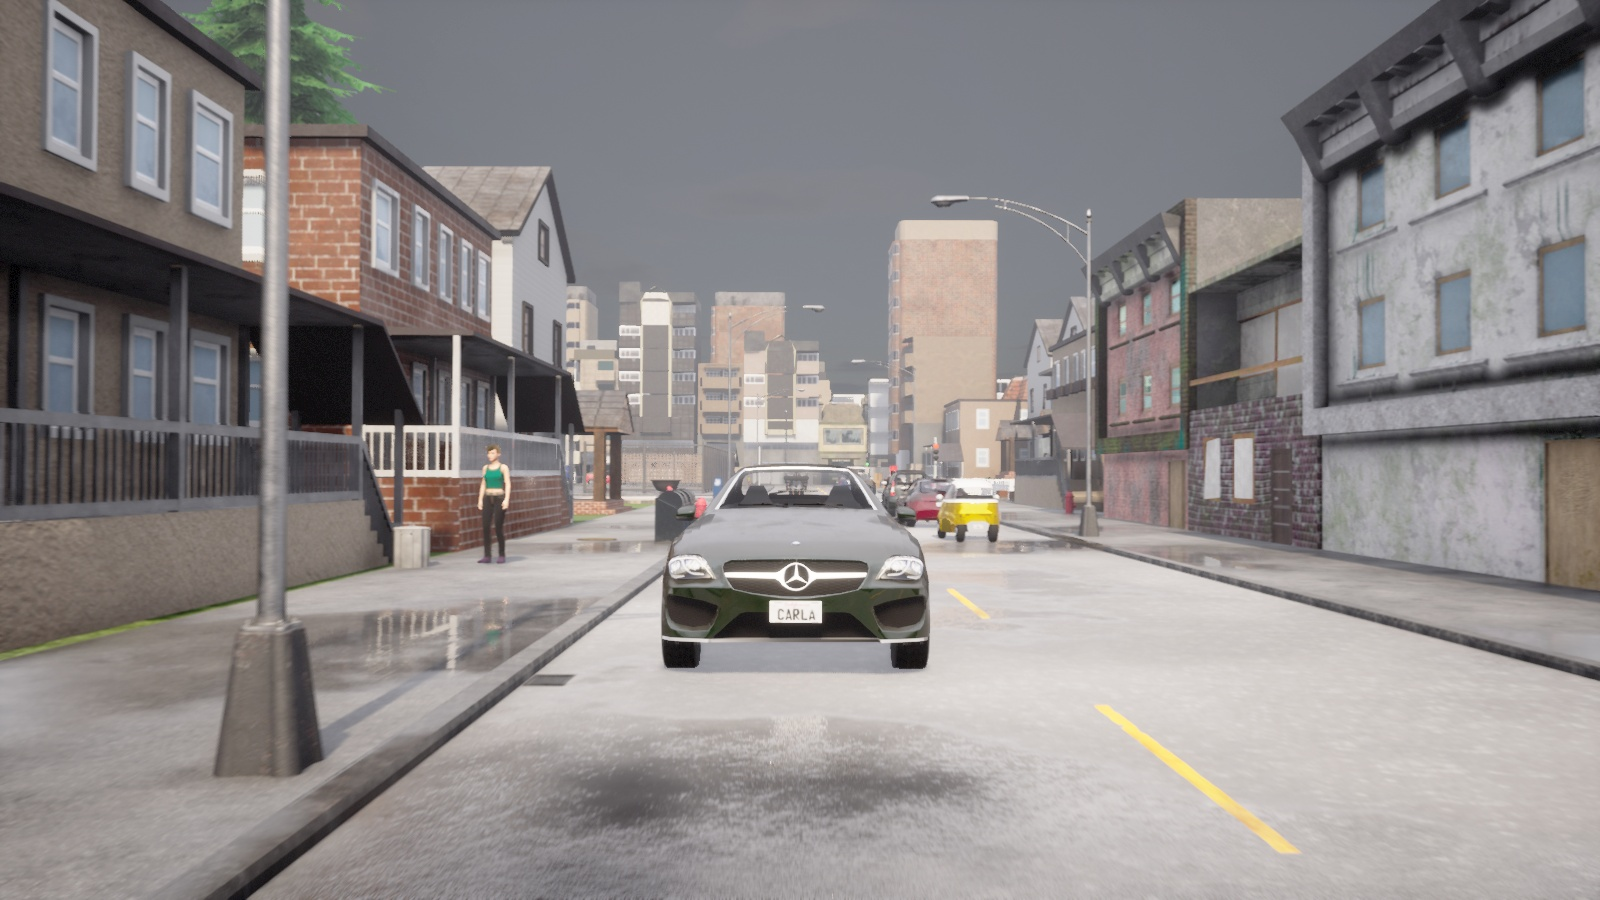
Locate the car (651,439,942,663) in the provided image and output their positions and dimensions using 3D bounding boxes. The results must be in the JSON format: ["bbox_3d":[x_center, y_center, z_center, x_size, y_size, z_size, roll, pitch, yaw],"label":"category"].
[{"bbox_3d":[-0.031,0.791,11.815,2.152,1.651,5.027,0,-1,0],"label":"car"}]

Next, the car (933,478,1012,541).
[{"bbox_3d":[3.926,1.336,28.801,1.481,1.376,2.207,0,-1,0],"label":"car"}]

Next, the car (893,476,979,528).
[{"bbox_3d":[3.911,1.478,36.760,1.994,1.385,4.181,0,-1,-1],"label":"car"}]

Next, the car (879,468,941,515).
[{"bbox_3d":[3.884,1.451,45.036,1.851,1.617,3.988,0,-1,0],"label":"car"}]

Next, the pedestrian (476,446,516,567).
[{"bbox_3d":[-4.705,0.869,19.460,0.345,1.836,0.594,-1,-1,17],"label":"pedestrian"}]
